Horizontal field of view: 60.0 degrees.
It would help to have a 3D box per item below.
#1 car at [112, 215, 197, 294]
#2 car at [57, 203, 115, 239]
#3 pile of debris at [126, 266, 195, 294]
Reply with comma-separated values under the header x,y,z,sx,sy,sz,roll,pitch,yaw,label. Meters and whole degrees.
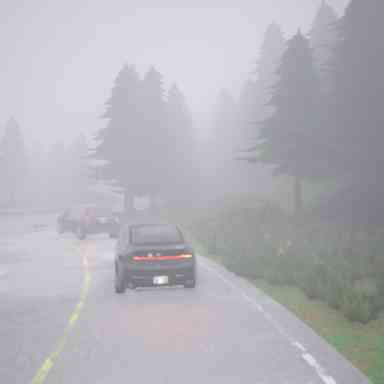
x,y,z,sx,sy,sz,roll,pitch,yaw,label
-1.152,1.565,9.097,1.837,1.490,4.892,0,-1,-12,car
-5.790,1.473,18.295,2.097,1.767,4.553,0,0,-39,car
-0.893,2.232,8.602,1.500,0.140,1.860,0,0,-15,pile of debris
